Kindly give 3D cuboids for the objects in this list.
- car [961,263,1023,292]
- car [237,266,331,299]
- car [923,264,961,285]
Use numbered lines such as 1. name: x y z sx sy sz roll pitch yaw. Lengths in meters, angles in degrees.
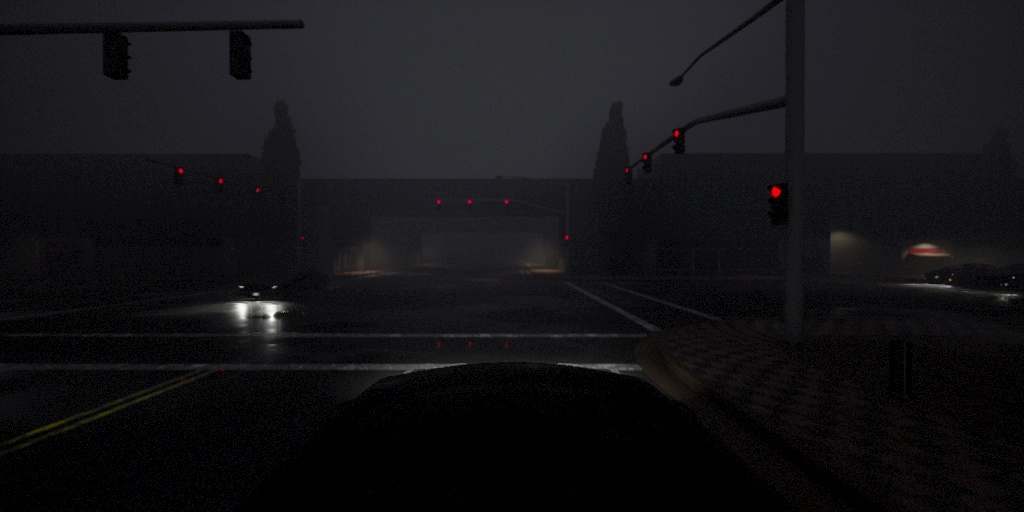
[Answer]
1. car: 29.022 1.138 20.110 5.008 1.535 1.882 0 0 0
2. car: -11.062 1.236 17.974 2.033 1.411 5.357 0 0 -3
3. car: 29.973 1.207 23.606 4.181 1.385 1.994 0 0 0
